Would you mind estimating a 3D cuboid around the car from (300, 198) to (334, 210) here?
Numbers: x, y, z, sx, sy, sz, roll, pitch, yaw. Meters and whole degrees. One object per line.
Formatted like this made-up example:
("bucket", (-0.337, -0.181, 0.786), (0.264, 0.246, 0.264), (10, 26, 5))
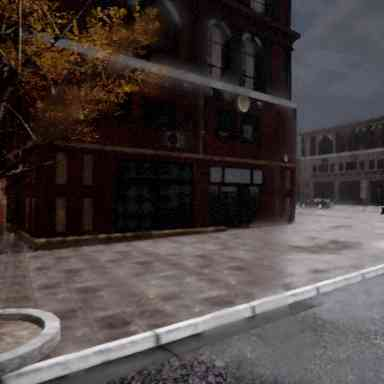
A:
("car", (15.650, 1.454, 41.860), (2.008, 1.369, 4.403), (1, 0, -29))
